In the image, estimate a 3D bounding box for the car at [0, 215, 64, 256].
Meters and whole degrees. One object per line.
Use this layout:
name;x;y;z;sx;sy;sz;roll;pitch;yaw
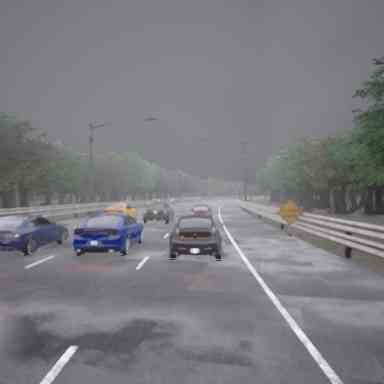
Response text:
car;-6.804;1.668;13.694;1.812;1.442;4.674;0;0;2

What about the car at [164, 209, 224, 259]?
car;0.179;1.645;13.135;1.837;1.490;4.892;0;0;2

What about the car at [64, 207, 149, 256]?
car;-3.290;1.623;13.957;1.882;1.535;5.008;0;0;2

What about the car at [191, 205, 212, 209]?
car;0.801;1.817;28.286;1.812;1.442;4.674;0;0;4

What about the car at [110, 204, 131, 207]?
car;-6.168;1.775;28.970;1.882;1.535;5.008;0;0;4

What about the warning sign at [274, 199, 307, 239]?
warning sign;4.799;1.286;16.322;1.300;1.860;1.060;0;-1;2

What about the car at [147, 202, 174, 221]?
car;-2.724;1.639;27.985;2.097;1.767;4.553;0;-1;4
